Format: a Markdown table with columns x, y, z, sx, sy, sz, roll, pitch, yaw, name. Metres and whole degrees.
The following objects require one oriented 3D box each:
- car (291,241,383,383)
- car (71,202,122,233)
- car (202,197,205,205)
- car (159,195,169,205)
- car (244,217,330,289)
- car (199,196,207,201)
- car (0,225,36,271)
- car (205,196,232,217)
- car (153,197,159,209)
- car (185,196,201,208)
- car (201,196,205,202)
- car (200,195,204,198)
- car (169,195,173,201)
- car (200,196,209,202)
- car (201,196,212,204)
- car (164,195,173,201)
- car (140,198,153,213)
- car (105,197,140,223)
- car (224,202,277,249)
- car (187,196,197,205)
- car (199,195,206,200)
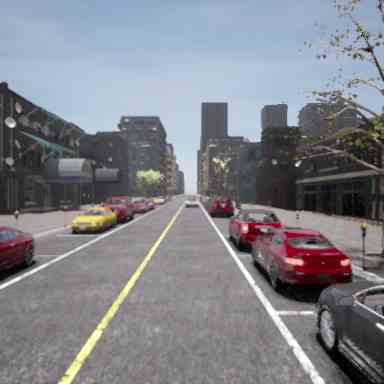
| x | y | z | sx | sy | sz | roll | pitch | yaw | name |
| --- | --- | --- | --- | --- | --- | --- | --- | --- | --- |
| 2.697 | 1.551 | 3.316 | 2.008 | 1.369 | 4.403 | 1 | 0 | 0 | car |
| -5.687 | 1.529 | 19.744 | 1.752 | 1.417 | 4.829 | 1 | 0 | 0 | car |
| 2.688 | 1.577 | 42.047 | 1.947 | 1.339 | 4.313 | 0 | 0 | 0 | car |
| -5.765 | 1.546 | 60.121 | 1.752 | 1.417 | 4.829 | 1 | 0 | 0 | car |
| 2.695 | 1.583 | 8.849 | 1.802 | 1.307 | 4.206 | 1 | 0 | 0 | car |
| 2.809 | 1.619 | 83.278 | 1.802 | 1.307 | 4.206 | 0 | 0 | 0 | car |
| -5.685 | 1.584 | 8.849 | 1.802 | 1.307 | 4.206 | 1 | 0 | 0 | car |
| 2.693 | 1.321 | 30.981 | 2.192 | 1.841 | 5.009 | 0 | 0 | 0 | car |
| -5.690 | 1.452 | 42.047 | 1.967 | 1.590 | 4.097 | 1 | 0 | 0 | car |
| -0.010 | 1.616 | 49.781 | 1.895 | 1.301 | 4.718 | 0 | 0 | 0 | car |
| 2.695 | 1.558 | 47.274 | 1.887 | 1.381 | 4.507 | 0 | 0 | 0 | car |
| 2.746 | 1.544 | 58.511 | 1.752 | 1.417 | 4.829 | 0 | 0 | 0 | car |
| -5.821 | 1.579 | 71.357 | 2.008 | 1.369 | 4.403 | 0 | 0 | 0 | car |
| 2.811 | 1.595 | 74.276 | 1.947 | 1.339 | 4.313 | 0 | 0 | 0 | car |
| 2.784 | 1.575 | 66.731 | 2.008 | 1.369 | 4.403 | 0 | 0 | 0 | car |
| -5.829 | 1.477 | 82.176 | 1.967 | 1.590 | 4.097 | 0 | 0 | 0 | car |
| -5.691 | 1.591 | 36.514 | 1.802 | 1.307 | 4.206 | 1 | 0 | 0 | car |
| -5.686 | 1.320 | 25.448 | 2.192 | 1.841 | 5.009 | 1 | 0 | 0 | car |
| 2.695 | 1.442 | 14.382 | 1.967 | 1.590 | 4.097 | 1 | 0 | 0 | car |
| -0.013 | 1.523 | 59.753 | 1.837 | 1.490 | 4.892 | 0 | 0 | 0 | car |
| 2.807 | 1.590 | 92.280 | 1.887 | 1.381 | 4.507 | 0 | 0 | 0 | car |
